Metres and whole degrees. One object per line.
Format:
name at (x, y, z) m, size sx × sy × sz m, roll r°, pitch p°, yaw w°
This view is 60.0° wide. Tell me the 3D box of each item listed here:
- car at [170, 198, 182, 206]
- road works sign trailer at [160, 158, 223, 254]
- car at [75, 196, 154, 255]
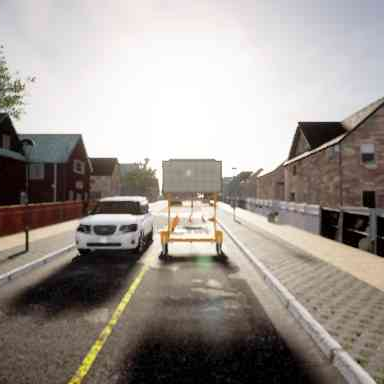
car at (-2.778, 1.669, 56.508) m, size 1.994 × 1.385 × 4.181 m, roll 0°, pitch 0°, yaw 0°
road works sign trailer at (0.006, 0.445, 13.301) m, size 2.380 × 3.560 × 2.880 m, roll 0°, pitch 0°, yaw 1°
car at (-2.840, 1.202, 13.458) m, size 2.150 × 2.045 × 5.566 m, roll 0°, pitch 0°, yaw 0°
